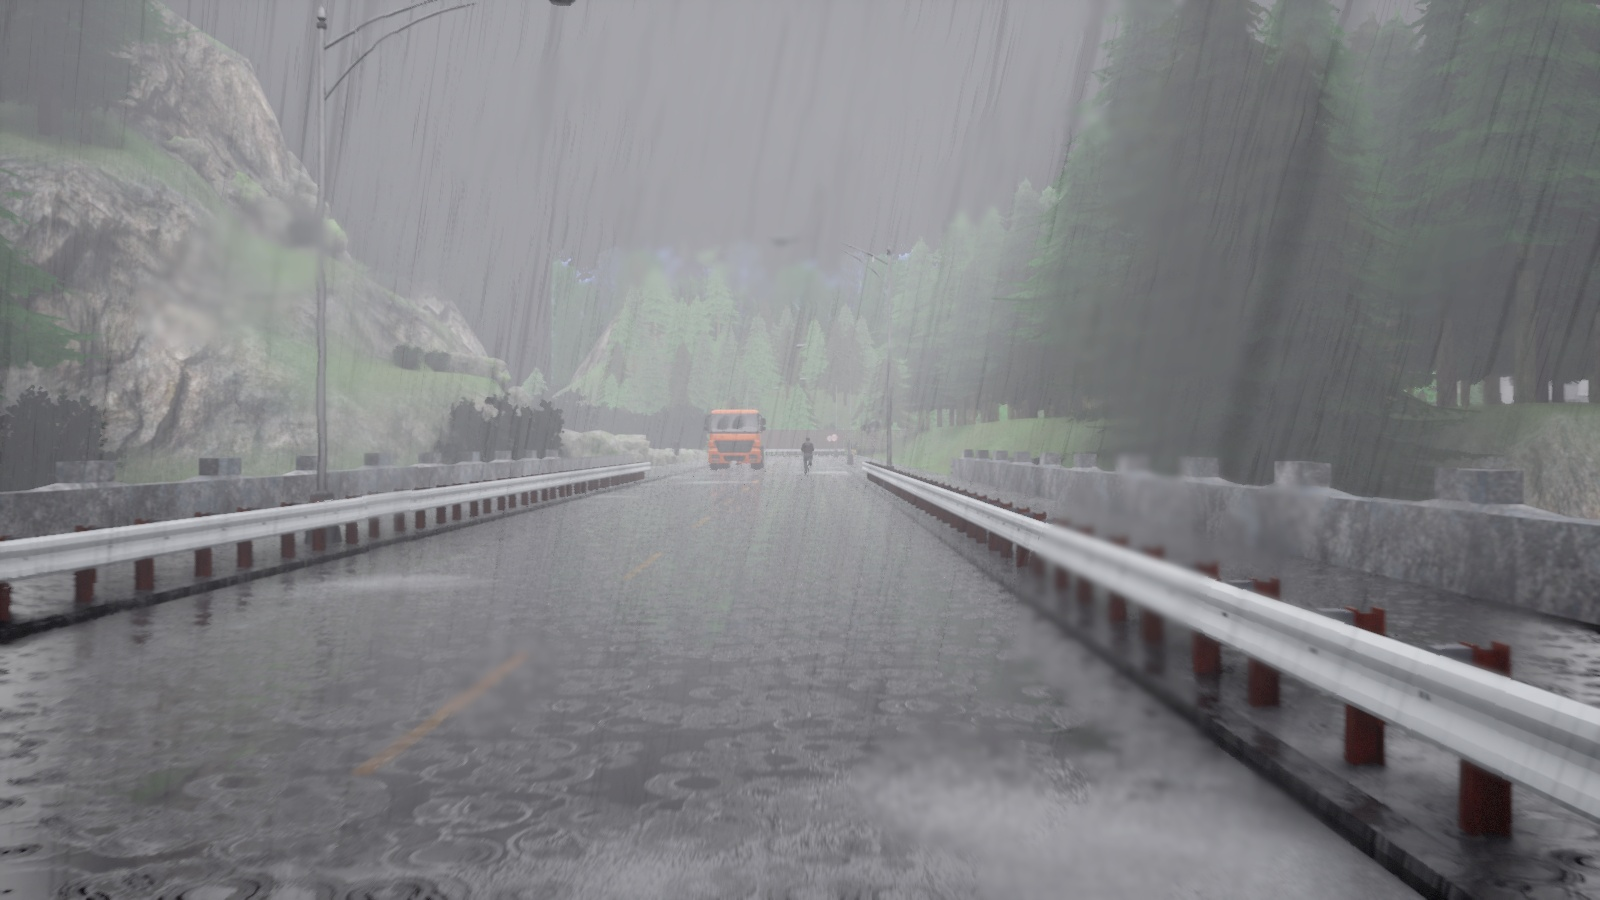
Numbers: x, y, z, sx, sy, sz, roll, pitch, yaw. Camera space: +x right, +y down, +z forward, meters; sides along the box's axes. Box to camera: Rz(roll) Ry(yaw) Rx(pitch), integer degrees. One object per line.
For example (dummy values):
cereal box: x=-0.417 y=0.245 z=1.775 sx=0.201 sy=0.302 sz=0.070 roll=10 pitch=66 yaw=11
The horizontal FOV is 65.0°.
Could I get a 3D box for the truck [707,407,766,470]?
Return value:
truck: x=-3.556 y=-0.644 z=72.021 sx=2.891 sy=3.462 sz=7.936 roll=0 pitch=0 yaw=0
